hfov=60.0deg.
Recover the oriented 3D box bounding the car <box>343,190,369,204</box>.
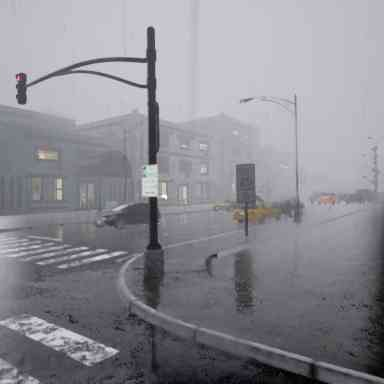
[{"bbox_3d":[22.875,0.924,46.468,1.837,1.490,4.892,-1,0,36],"label":"car"}]

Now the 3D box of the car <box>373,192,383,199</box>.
[{"bbox_3d":[40.088,0.720,70.920,1.947,1.339,4.313,-1,0,36],"label":"car"}]

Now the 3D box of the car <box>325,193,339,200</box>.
[{"bbox_3d":[30.058,0.935,71.371,1.802,1.307,4.206,-1,0,36],"label":"car"}]

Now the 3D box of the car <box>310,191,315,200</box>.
[{"bbox_3d":[23.551,0.768,62.418,2.192,1.841,5.009,-1,0,36],"label":"car"}]

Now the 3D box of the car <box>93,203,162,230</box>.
[{"bbox_3d":[-3.797,1.402,20.379,1.812,1.442,4.674,-1,0,36],"label":"car"}]

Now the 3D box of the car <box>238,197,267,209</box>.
[{"bbox_3d":[7.294,1.293,40.037,1.802,1.307,4.206,-1,0,36],"label":"car"}]

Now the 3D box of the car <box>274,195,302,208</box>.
[{"bbox_3d":[12.330,1.182,42.515,1.994,1.385,4.181,-1,0,36],"label":"car"}]

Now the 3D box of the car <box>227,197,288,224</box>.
[{"bbox_3d":[4.413,1.242,21.819,1.752,1.417,4.829,-1,0,36],"label":"car"}]

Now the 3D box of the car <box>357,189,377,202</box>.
[{"bbox_3d":[26.971,0.576,52.180,2.150,2.045,5.566,-1,0,36],"label":"car"}]

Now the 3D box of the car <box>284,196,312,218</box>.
[{"bbox_3d":[7.566,1.217,26.158,2.008,1.369,4.403,-1,0,36],"label":"car"}]

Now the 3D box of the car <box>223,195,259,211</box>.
[{"bbox_3d":[5.416,1.079,33.057,2.097,1.767,4.553,-1,0,36],"label":"car"}]

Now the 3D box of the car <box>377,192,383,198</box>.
[{"bbox_3d":[43.165,0.651,75.143,1.887,1.381,4.507,-1,0,36],"label":"car"}]

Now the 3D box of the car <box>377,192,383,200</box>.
[{"bbox_3d":[33.580,0.569,61.967,2.192,1.841,5.009,-1,0,36],"label":"car"}]

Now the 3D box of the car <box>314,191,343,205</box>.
[{"bbox_3d":[19.248,0.845,46.662,2.097,1.767,4.553,-1,0,35],"label":"car"}]

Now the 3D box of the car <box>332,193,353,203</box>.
[{"bbox_3d":[24.494,0.901,53.884,2.128,1.511,4.902,-1,0,36],"label":"car"}]

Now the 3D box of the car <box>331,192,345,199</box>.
[{"bbox_3d":[33.309,0.743,75.846,1.967,1.590,4.097,-1,0,36],"label":"car"}]

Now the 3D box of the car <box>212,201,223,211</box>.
[{"bbox_3d":[3.941,1.289,35.423,1.752,1.417,4.829,-1,0,36],"label":"car"}]
